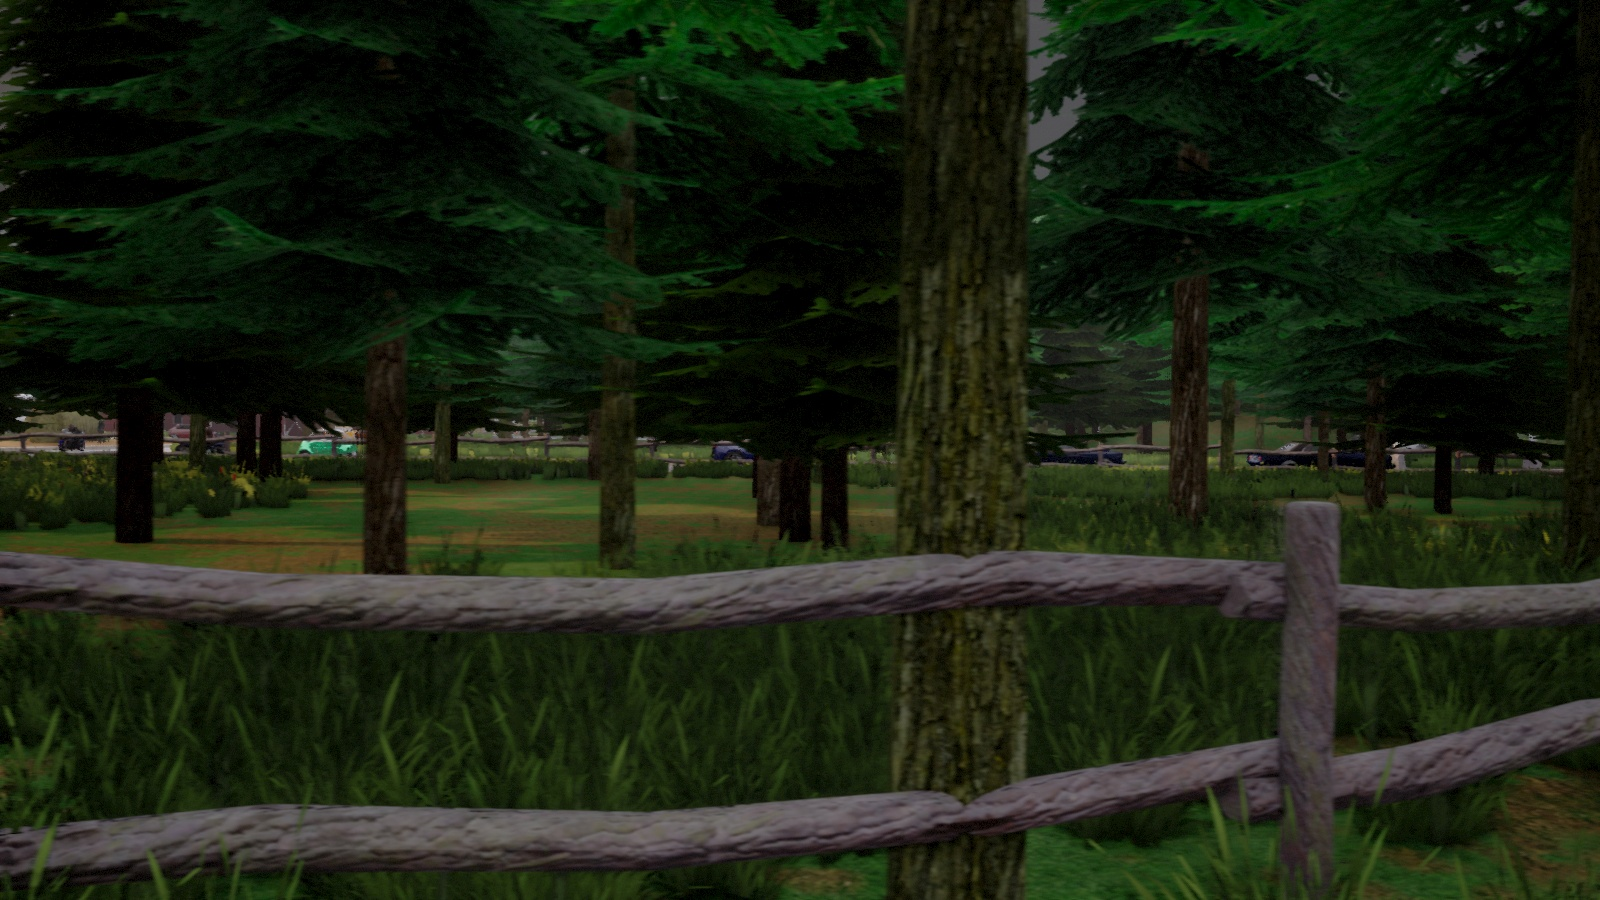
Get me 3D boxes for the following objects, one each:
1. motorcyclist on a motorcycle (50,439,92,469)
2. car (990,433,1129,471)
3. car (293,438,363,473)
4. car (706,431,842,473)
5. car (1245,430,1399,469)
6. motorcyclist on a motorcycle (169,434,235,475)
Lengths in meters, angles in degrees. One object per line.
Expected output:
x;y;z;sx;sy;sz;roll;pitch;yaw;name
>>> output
-38.896;0.209;67.051;0.866;1.530;2.191;-1;1;3;motorcyclist on a motorcycle
9.340;0.054;45.515;4.718;1.301;1.895;-1;1;4;car
-19.180;0.227;51.087;2.207;1.376;1.481;0;1;5;car
-0.902;0.055;46.229;4.792;1.488;2.163;-1;1;4;car
18.585;-0.038;44.879;4.718;1.301;1.895;-1;1;3;car
-24.566;0.174;51.601;2.350;1.649;0.766;-1;1;6;motorcyclist on a motorcycle
